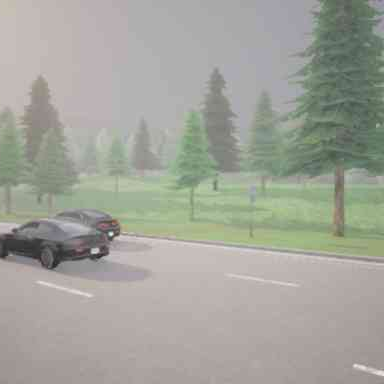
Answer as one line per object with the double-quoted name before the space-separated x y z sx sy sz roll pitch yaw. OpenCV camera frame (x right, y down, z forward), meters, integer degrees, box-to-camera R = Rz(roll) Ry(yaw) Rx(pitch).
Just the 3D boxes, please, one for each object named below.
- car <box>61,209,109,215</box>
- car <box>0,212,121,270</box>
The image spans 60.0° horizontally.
"car" -5.548 1.568 15.919 4.892 1.490 1.837 1 0 34
"car" -4.778 1.562 11.175 4.674 1.442 1.812 0 0 34
